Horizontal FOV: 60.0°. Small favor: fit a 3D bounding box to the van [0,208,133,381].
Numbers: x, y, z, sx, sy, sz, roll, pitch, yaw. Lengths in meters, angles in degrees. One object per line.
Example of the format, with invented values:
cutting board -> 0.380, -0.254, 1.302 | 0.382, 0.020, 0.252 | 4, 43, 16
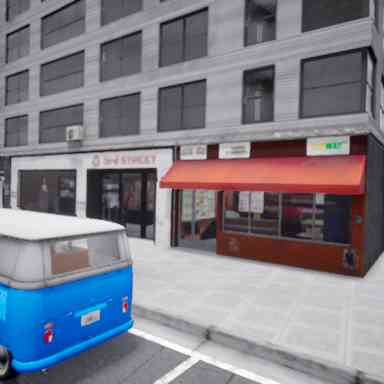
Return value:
van -> -2.698, 1.197, 5.001 | 3.998, 1.788, 1.690 | 2, 1, 35
